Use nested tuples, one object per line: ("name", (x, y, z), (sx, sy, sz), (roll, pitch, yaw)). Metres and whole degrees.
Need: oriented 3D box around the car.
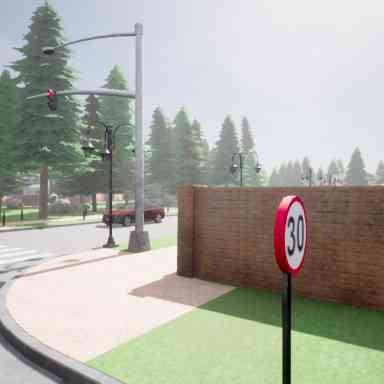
("car", (-3.956, 1.464, 23.097), (1.882, 1.535, 5.008), (0, 0, 34))
